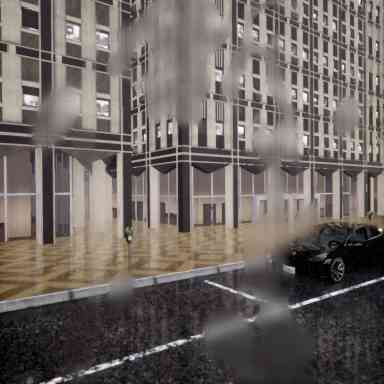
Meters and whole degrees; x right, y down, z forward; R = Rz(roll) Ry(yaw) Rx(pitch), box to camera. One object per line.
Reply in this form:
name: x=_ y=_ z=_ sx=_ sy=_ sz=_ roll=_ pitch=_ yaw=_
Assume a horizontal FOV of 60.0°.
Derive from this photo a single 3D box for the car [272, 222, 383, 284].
car: x=4.206 y=1.564 z=9.570 sx=4.313 sy=1.339 sz=1.947 roll=0 pitch=-1 yaw=-36
